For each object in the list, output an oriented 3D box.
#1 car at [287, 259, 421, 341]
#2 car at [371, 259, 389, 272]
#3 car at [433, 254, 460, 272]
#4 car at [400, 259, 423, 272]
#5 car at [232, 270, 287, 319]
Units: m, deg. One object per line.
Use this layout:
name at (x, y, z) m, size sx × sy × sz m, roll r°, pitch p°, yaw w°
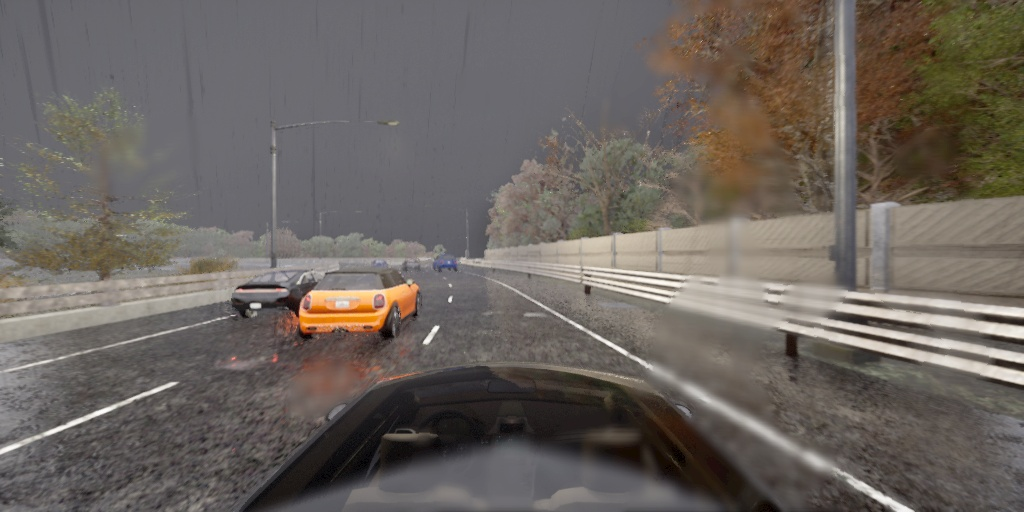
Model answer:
car at (-3.940, 1.084, 10.103) m, size 2.097 × 1.767 × 4.553 m, roll 0°, pitch 0°, yaw -4°
car at (-17.059, 1.166, 46.185) m, size 1.812 × 1.442 × 4.674 m, roll 0°, pitch 0°, yaw -25°
car at (-8.068, 0.836, 43.028) m, size 2.150 × 2.045 × 5.566 m, roll 0°, pitch 0°, yaw -21°
car at (-12.673, 1.118, 44.896) m, size 2.128 × 1.511 × 4.902 m, roll 0°, pitch 0°, yaw -23°
car at (-7.698, 1.229, 12.842) m, size 2.128 × 1.511 × 4.902 m, roll 0°, pitch 0°, yaw -6°
